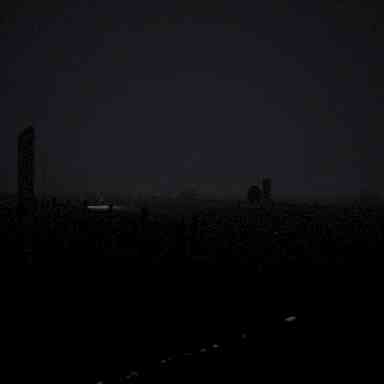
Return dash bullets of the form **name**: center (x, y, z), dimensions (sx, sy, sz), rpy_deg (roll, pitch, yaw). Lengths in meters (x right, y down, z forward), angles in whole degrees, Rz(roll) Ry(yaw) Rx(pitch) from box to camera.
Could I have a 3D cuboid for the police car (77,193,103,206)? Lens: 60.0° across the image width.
- **police car**: center (-12.792, 0.886, 41.788), dimensions (2.038, 1.542, 4.974), rpy_deg (1, 0, -35)
